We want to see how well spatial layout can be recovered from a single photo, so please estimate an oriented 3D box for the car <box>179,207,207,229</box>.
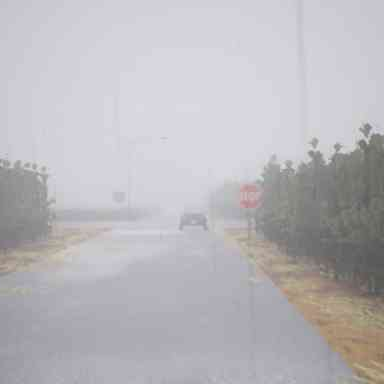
[{"bbox_3d":[0.091,1.760,23.420,1.812,1.442,4.674,0,0,0],"label":"car"}]
